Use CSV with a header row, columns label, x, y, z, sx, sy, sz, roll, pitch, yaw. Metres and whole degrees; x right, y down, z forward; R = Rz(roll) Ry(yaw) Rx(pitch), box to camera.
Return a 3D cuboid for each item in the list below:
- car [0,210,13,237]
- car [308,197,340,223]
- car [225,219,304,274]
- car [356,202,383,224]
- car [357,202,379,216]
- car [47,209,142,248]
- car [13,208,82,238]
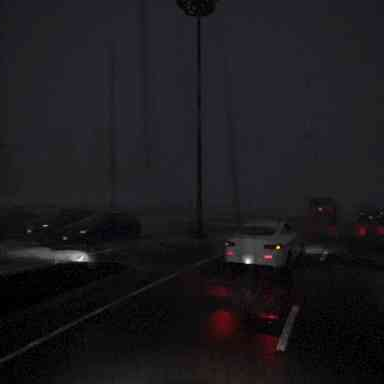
label,x,y,z,sx,sy,sz,roll,pitch,yaw
car,-10.517,1.771,19.256,1.994,1.385,4.181,0,-1,28
car,11.379,1.467,28.691,2.150,2.045,5.566,0,-1,27
car,2.510,1.625,11.011,1.812,1.442,4.674,0,-1,26
car,14.388,1.747,26.875,1.812,1.442,4.674,0,0,27
car,20.039,1.861,37.978,2.033,1.411,5.357,0,-1,27
car,-4.267,1.688,16.074,1.812,1.442,4.674,0,-1,28
car,-6.909,1.684,18.571,2.128,1.511,4.902,0,-1,27
